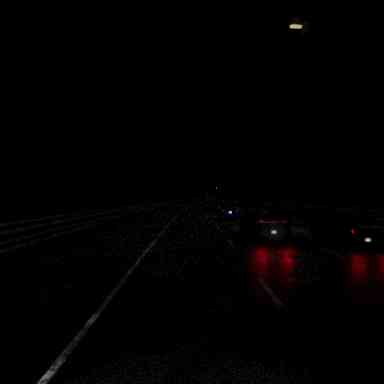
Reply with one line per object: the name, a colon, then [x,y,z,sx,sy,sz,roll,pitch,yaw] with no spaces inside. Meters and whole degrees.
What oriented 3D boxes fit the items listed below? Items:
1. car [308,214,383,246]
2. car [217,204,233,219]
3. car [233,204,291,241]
car: [7.099,1.659,15.630,1.895,1.301,4.718,0,-1,0]
car: [3.599,1.923,33.238,1.994,1.385,4.181,0,-1,0]
car: [3.599,1.566,17.009,2.128,1.511,4.902,0,-1,0]
